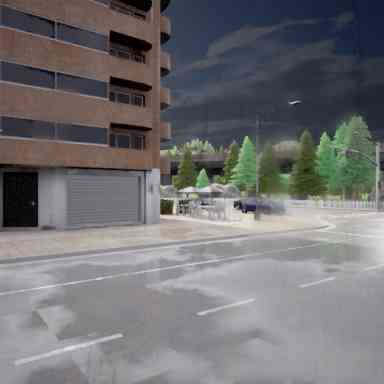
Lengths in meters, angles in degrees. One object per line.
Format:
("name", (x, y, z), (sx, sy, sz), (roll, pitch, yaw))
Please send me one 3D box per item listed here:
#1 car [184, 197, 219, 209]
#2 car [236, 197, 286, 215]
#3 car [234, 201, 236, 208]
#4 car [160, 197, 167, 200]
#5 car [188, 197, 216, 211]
("car", (1.258, 1.436, 46.197), (2.128, 1.511, 4.902), (0, 0, -41))
("car", (6.999, 1.297, 32.861), (2.097, 1.767, 4.553), (0, 0, -36))
("car", (7.016, 1.422, 38.786), (1.882, 1.535, 5.008), (0, 0, -37))
("car", (-5.248, 1.297, 47.869), (4.553, 1.767, 2.097), (0, 0, 36))
("car", (1.601, 1.449, 40.232), (1.837, 1.490, 4.892), (0, 0, -37))
